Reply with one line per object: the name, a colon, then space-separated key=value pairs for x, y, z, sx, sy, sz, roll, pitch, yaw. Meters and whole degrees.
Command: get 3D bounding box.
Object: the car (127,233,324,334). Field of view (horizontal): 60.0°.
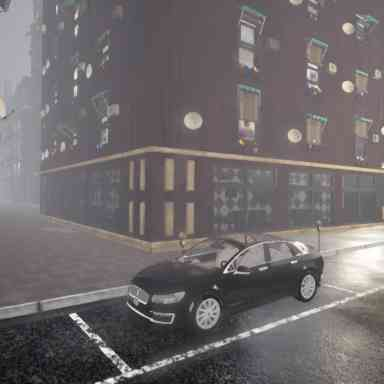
car: x=0.871 y=1.552 z=6.669 sx=4.403 sy=1.369 sz=2.008 roll=0 pitch=1 yaw=-35
